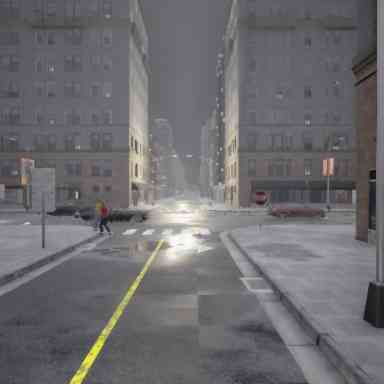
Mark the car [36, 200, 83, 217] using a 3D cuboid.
[{"bbox_3d":[-11.635,1.493,30.584,5.008,1.535,1.882,0,0,0],"label":"car"}]

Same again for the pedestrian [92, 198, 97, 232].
[{"bbox_3d":[-4.804,1.142,17.200,0.375,1.860,0.375,0,0,0],"label":"pedestrian"}]

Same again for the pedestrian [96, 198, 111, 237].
[{"bbox_3d":[-4.421,1.294,16.585,0.375,1.860,0.375,0,0,0],"label":"pedestrian"}]

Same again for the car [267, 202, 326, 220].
[{"bbox_3d":[8.491,1.516,27.127,4.674,1.442,1.812,0,0,0],"label":"car"}]

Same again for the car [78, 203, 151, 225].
[{"bbox_3d":[-5.359,1.613,23.880,4.718,1.301,1.895,0,0,0],"label":"car"}]
